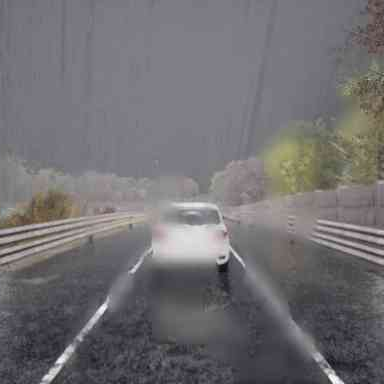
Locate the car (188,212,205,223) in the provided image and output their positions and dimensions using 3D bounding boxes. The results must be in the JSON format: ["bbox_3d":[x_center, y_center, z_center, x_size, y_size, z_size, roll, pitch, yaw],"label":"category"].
[{"bbox_3d":[0.714,3.368,43.988,2.033,1.411,5.357,0,-4,3],"label":"car"}]

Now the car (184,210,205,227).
[{"bbox_3d":[0.274,2.568,32.501,1.882,1.535,5.008,0,-4,1],"label":"car"}]

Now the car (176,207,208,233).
[{"bbox_3d":[0.022,1.996,24.558,2.097,1.767,4.553,0,-3,1],"label":"car"}]

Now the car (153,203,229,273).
[{"bbox_3d":[-0.025,1.382,11.358,2.150,2.045,5.566,0,-1,0],"label":"car"}]
